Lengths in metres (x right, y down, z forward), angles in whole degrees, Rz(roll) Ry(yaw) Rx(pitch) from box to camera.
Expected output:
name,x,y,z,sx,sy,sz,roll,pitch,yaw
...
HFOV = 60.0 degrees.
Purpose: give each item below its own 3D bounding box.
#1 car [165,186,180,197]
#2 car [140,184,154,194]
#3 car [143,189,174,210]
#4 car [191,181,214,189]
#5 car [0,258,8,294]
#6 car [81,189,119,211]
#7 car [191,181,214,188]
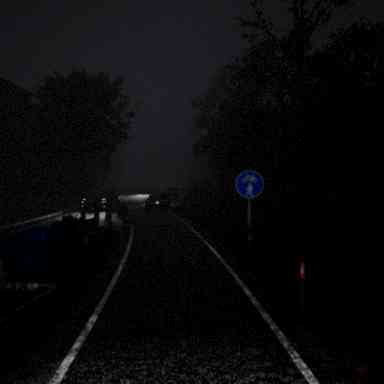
name,x,y,z,sx,sy,sz,roll,pitch,yaw
car,-2.782,-0.090,46.221,1.994,1.385,4.181,0,3,1
car,-7.093,-0.469,52.952,2.128,1.511,4.902,0,3,1
car,-2.818,0.736,28.571,1.994,1.385,4.181,0,3,-1
car,2.659,-1.934,88.404,5.566,2.045,2.435,0,2,-21
car,-5.033,1.741,5.452,2.002,1.452,4.674,2,1,5
car,-7.502,0.586,27.413,2.097,1.767,4.553,0,3,1
car,2.761,-1.873,85.478,5.566,2.045,2.435,0,1,-21
